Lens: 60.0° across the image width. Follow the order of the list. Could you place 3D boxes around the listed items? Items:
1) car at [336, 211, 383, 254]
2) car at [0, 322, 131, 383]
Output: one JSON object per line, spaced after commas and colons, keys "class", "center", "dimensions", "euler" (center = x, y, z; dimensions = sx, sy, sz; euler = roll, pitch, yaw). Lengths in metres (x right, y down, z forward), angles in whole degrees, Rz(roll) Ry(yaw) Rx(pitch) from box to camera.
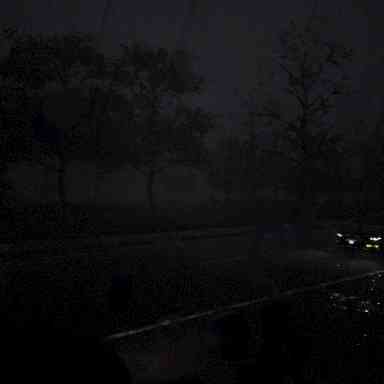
{"class": "car", "center": [7.641, 1.490, 12.746], "dimensions": [4.892, 1.490, 1.837], "euler": [0, 0, -30]}
{"class": "car", "center": [-2.672, 1.499, 1.719], "dimensions": [4.892, 1.490, 1.837], "euler": [0, 0, -36]}
